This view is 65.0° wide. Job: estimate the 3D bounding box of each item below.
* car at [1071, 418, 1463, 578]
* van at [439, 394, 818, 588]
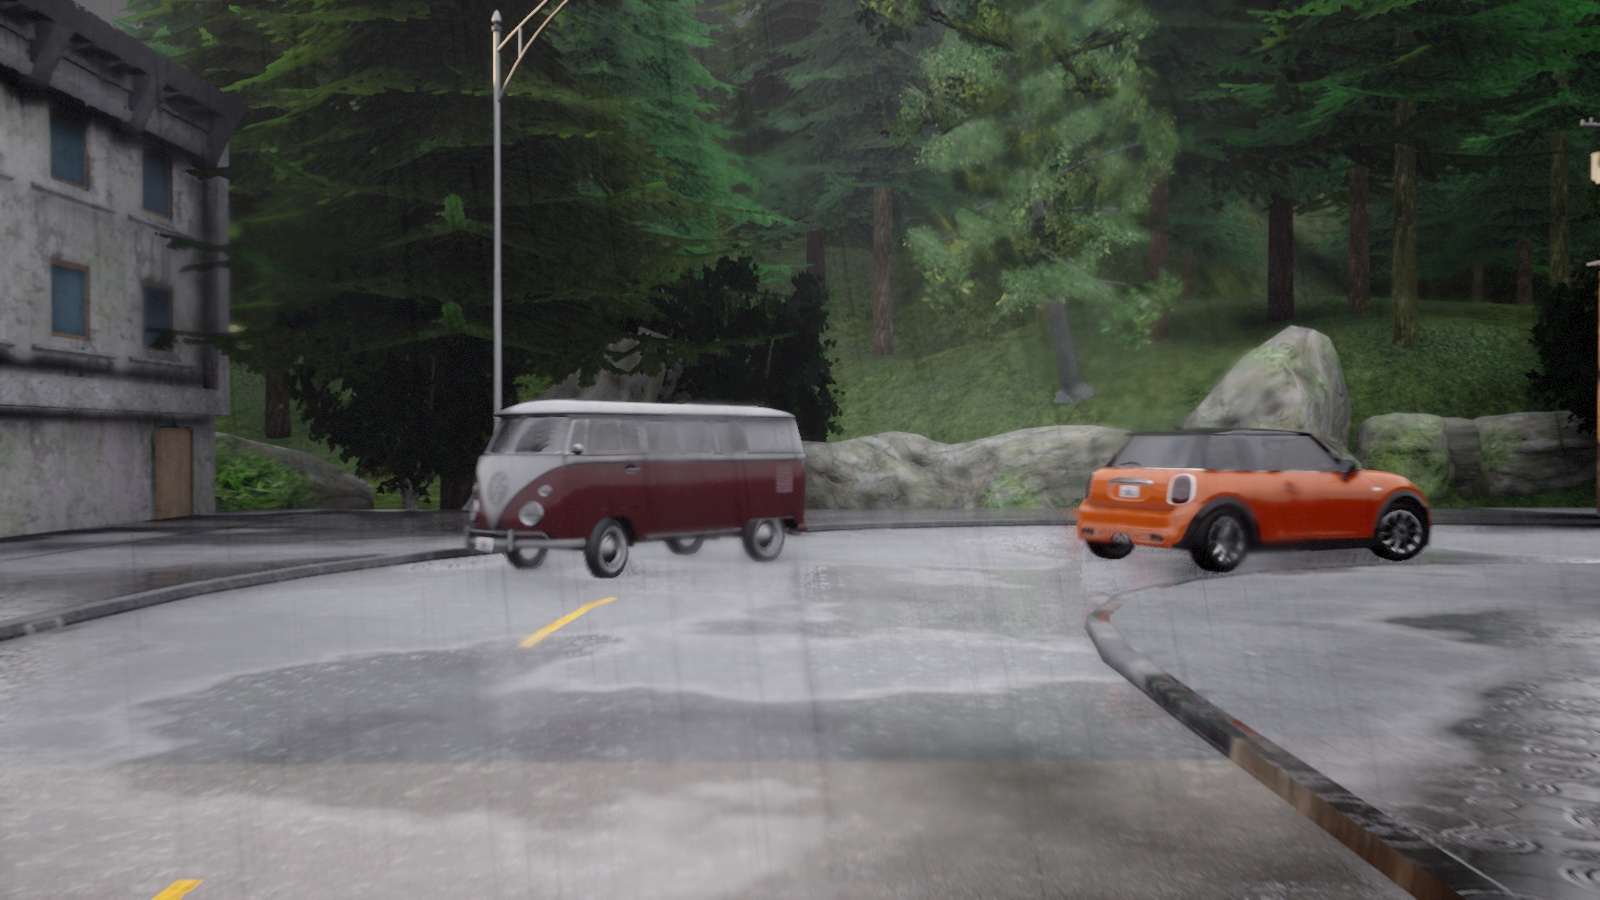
[{"bbox_3d":[5.900,0.521,15.837,4.553,1.767,2.097,0,0,-27],"label":"car"},{"bbox_3d":[-1.895,0.414,15.111,1.775,1.987,4.442,0,0,41],"label":"van"}]
